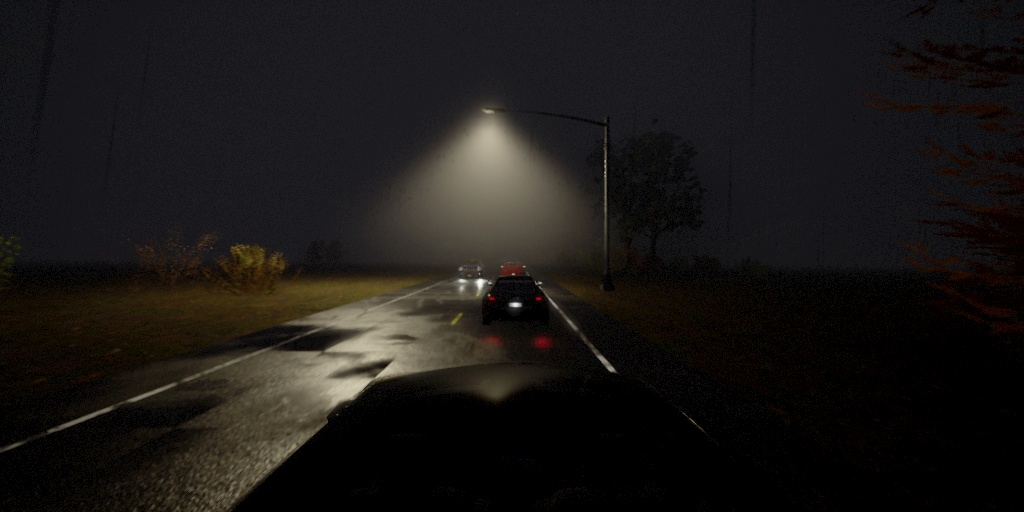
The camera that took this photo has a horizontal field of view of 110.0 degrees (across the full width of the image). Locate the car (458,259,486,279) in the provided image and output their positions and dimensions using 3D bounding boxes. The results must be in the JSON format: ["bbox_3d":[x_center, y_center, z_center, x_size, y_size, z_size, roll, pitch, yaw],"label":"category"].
[{"bbox_3d":[-3.559,1.095,32.571,2.097,1.767,4.553,0,0,0],"label":"car"}]

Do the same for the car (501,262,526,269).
[{"bbox_3d":[0.101,1.223,29.670,1.882,1.535,5.008,0,0,0],"label":"car"}]

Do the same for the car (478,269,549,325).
[{"bbox_3d":[0.101,1.314,11.852,1.994,1.385,4.181,0,0,0],"label":"car"}]
